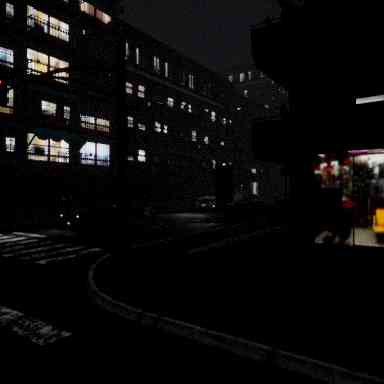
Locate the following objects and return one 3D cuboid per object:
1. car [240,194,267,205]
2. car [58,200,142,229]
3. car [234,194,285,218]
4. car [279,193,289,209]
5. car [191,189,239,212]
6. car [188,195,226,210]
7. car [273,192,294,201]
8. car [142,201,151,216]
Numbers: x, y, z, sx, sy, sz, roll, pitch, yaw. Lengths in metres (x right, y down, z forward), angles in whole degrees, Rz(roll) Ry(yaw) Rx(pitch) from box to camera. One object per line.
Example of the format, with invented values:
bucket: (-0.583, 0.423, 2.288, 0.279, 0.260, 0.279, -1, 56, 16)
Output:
car: (8.187, 0.916, 43.957, 1.802, 1.307, 4.206, 1, 1, 35)
car: (-5.517, 1.365, 20.022, 1.895, 1.301, 4.718, 0, 1, 35)
car: (5.289, 1.118, 25.173, 1.887, 1.381, 4.507, 1, 1, 35)
car: (8.492, 1.065, 29.841, 1.802, 1.307, 4.206, 1, 1, 35)
car: (2.592, 0.761, 31.545, 2.150, 2.045, 5.566, 0, 1, 35)
car: (1.664, 1.081, 34.707, 1.947, 1.339, 4.313, 1, 1, 35)
car: (14.710, 0.719, 53.210, 1.947, 1.339, 4.313, 1, 1, 35)
car: (-4.966, 1.264, 25.524, 1.947, 1.339, 4.313, 1, 1, 35)
